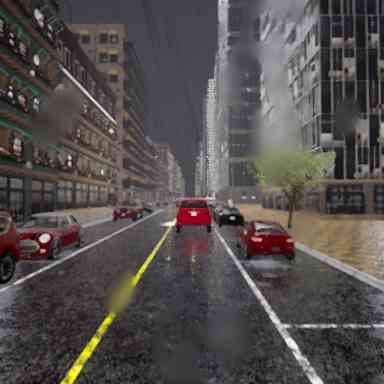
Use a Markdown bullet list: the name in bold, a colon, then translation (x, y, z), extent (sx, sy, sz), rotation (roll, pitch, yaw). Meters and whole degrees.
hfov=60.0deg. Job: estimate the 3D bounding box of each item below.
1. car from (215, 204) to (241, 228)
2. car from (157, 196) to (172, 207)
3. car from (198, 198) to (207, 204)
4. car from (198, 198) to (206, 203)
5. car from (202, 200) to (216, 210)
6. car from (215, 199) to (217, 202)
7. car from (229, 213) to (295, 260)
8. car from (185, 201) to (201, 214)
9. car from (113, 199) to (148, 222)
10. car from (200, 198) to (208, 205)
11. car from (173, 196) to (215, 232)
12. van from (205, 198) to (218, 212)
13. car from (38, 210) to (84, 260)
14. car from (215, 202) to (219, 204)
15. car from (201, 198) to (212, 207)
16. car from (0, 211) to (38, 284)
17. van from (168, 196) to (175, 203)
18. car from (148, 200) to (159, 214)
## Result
- **car**: translation (2.687, 1.792, 24.127), extent (1.947, 1.339, 4.313), rotation (1, -1, 0)
- **car**: translation (-5.631, 1.896, 64.143), extent (2.192, 1.841, 5.009), rotation (1, -1, 0)
- **car**: translation (2.725, 2.335, 86.801), extent (2.008, 1.369, 4.403), rotation (1, -1, 0)
- **car**: translation (2.728, 2.379, 92.498), extent (1.887, 1.381, 4.507), rotation (1, -1, 0)
- **car**: translation (2.704, 2.046, 52.615), extent (1.947, 1.339, 4.313), rotation (1, -1, 0)
- **car**: translation (2.698, 1.924, 41.220), extent (1.887, 1.381, 4.507), rotation (1, -1, 0)
- **car**: translation (2.680, 1.704, 12.731), extent (1.802, 1.307, 4.206), rotation (1, -1, 0)
- **car**: translation (0.126, 1.887, 41.847), extent (1.837, 1.490, 4.892), rotation (0, -1, 0)
- **car**: translation (-5.651, 1.592, 29.957), extent (2.192, 1.841, 5.009), rotation (1, -1, 0)
- **car**: translation (2.719, 2.210, 75.576), extent (1.752, 1.417, 4.829), rotation (1, -1, 0)
- **car**: translation (0.114, 1.428, 22.046), extent (2.150, 2.045, 5.566), rotation (0, 0, 0)
- **van**: translation (2.705, 1.771, 46.919), extent (1.690, 1.788, 3.998), rotation (1, -1, 0)
- **car**: translation (-5.664, 1.561, 12.862), extent (1.967, 1.590, 4.097), rotation (1, -1, 0)
- **car**: translation (2.690, 1.843, 29.825), extent (1.947, 1.339, 4.313), rotation (1, -1, 0)
- **car**: translation (2.714, 2.022, 64.012), extent (1.967, 1.590, 4.097), rotation (1, -1, 0)
- **car**: translation (-5.665, 1.383, 7.164), extent (2.192, 1.841, 5.009), rotation (1, -1, 0)
- **van**: translation (-5.614, 2.175, 92.630), extent (1.690, 1.788, 3.998), rotation (1, -1, 0)
- **car**: translation (-5.650, 1.945, 41.350), extent (1.947, 1.339, 4.313), rotation (1, -1, 0)
